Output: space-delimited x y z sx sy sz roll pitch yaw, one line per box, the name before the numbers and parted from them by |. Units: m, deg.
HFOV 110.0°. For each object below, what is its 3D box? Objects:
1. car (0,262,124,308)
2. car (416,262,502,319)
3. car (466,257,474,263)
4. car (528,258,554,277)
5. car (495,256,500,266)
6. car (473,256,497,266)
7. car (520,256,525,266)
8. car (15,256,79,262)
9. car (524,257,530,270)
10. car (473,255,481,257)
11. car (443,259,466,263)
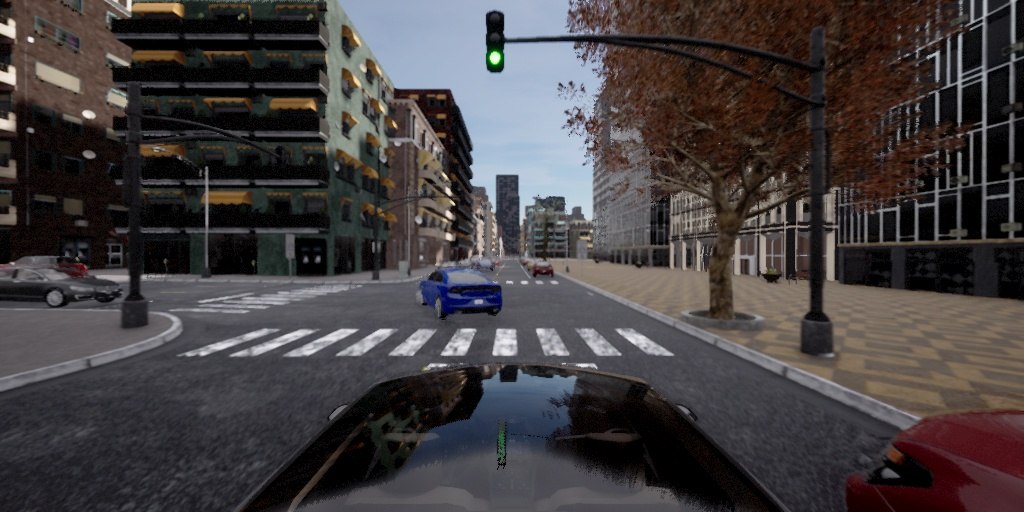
car | -16.430 1.025 12.631 4.403 1.370 2.007 0 0 -1
car | -2.020 1.163 12.690 1.882 1.535 5.008 1 0 -25
car | -5.673 1.072 43.109 2.007 1.370 4.403 0 0 0
car | 2.703 1.123 32.040 1.888 1.381 4.507 0 0 0
car | -3.038 0.803 57.998 2.097 1.767 4.553 0 0 0
car | -3.076 1.054 41.680 1.812 1.442 4.674 0 0 0
car | 2.714 1.024 59.702 1.802 1.307 4.207 0 0 0
car | -27.613 0.719 20.902 4.097 1.591 1.967 0 0 -1
car | 2.708 1.047 43.275 1.751 1.417 4.829 0 0 0
car | -5.668 0.908 54.174 1.967 1.591 4.097 0 0 0
car | -5.677 1.129 32.043 2.007 1.370 4.403 0 0 0
